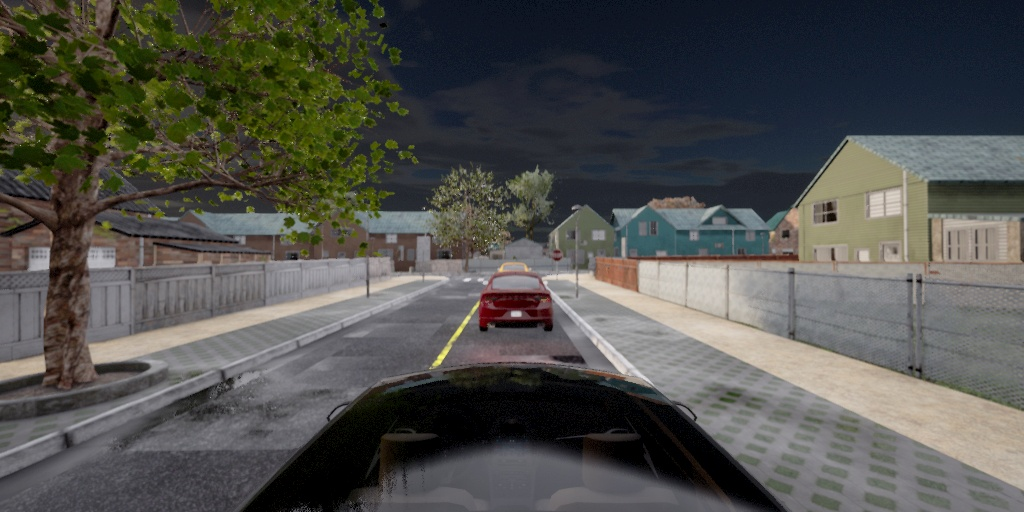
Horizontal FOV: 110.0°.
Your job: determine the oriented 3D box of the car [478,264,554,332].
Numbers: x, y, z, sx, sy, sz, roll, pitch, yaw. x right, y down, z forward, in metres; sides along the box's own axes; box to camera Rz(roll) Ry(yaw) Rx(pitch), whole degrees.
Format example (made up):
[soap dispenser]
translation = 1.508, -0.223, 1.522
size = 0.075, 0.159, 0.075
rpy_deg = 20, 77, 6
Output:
[car]
translation = 0.102, 1.177, 10.738
size = 1.882, 1.535, 5.008
rpy_deg = 0, 0, 0
